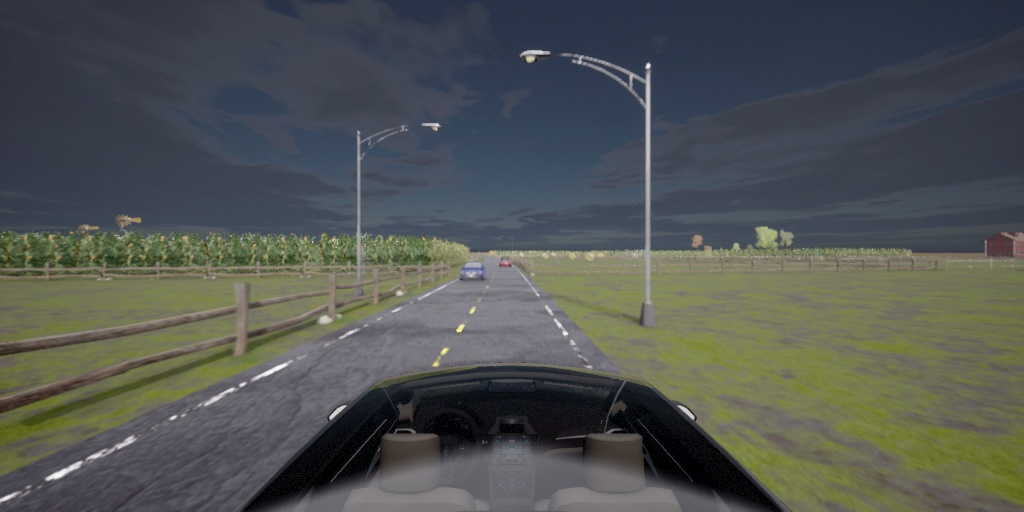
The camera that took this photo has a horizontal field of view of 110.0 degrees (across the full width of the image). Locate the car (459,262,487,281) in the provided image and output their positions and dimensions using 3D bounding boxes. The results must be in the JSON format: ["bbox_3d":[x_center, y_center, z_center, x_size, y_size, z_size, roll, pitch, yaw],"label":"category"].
[{"bbox_3d":[-3.009,1.168,28.478,1.812,1.442,4.674,0,0,0],"label":"car"}]

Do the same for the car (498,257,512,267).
[{"bbox_3d":[-1.038,1.067,57.839,1.994,1.385,4.181,0,0,-2],"label":"car"}]
